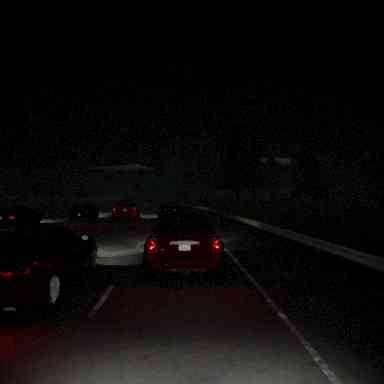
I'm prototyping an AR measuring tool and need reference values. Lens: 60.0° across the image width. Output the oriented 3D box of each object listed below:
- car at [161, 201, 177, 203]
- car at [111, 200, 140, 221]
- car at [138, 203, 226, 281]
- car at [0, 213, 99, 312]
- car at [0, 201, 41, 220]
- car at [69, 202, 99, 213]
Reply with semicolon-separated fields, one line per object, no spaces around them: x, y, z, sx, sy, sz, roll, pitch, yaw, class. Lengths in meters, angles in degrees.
-1.941;1.559;27.907;1.837;1.490;4.892;0;0;-8;car
-5.451;1.413;27.679;2.097;1.767;4.553;0;0;-8;car
-0.276;1.371;10.158;2.097;1.767;4.553;0;0;-3;car
-3.663;1.500;7.842;1.882;1.535;5.008;0;0;-2;car
-11.795;1.612;22.467;2.033;1.411;5.357;0;0;-7;car
-9.030;1.561;28.068;2.128;1.511;4.902;0;0;-8;car
